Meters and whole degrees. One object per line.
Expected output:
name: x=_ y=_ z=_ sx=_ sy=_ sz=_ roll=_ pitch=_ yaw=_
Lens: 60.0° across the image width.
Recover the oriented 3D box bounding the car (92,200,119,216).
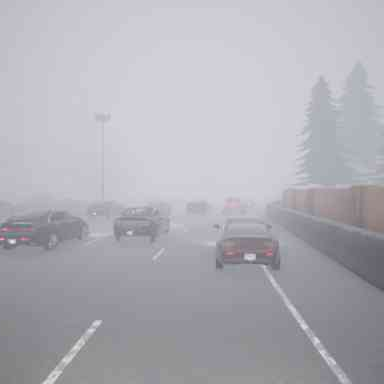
car: x=-7.368 y=1.468 z=29.128 sx=1.837 sy=1.490 sz=4.892 roll=0 pitch=0 yaw=11

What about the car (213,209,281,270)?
car: x=1.696 y=1.512 z=10.907 sx=1.812 sy=1.442 sz=4.674 roll=0 pitch=0 yaw=5

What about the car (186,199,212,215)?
car: x=0.801 y=1.436 z=33.761 sx=1.882 sy=1.535 sz=5.008 roll=0 pitch=0 yaw=13

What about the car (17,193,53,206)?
car: x=-21.448 y=1.164 z=46.043 sx=2.150 sy=2.045 sz=5.566 roll=0 pitch=0 yaw=16

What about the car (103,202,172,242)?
car: x=-2.320 y=1.471 z=16.311 sx=2.128 sy=1.511 sz=4.902 roll=0 pitch=0 yaw=6

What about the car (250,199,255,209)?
car: x=7.113 y=1.546 z=43.888 sx=1.895 sy=1.301 sz=4.718 roll=0 pitch=0 yaw=19

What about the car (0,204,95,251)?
car: x=-6.068 y=1.487 z=14.137 sx=1.837 sy=1.490 sz=4.892 roll=0 pitch=0 yaw=6

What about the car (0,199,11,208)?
car: x=-20.850 y=1.448 z=34.007 sx=2.128 sy=1.511 sz=4.902 roll=0 pitch=0 yaw=12

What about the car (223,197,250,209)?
car: x=4.522 y=1.311 z=34.567 sx=2.097 sy=1.767 sz=4.553 roll=0 pitch=0 yaw=15

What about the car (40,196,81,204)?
car: x=-15.627 y=1.496 z=40.923 sx=2.033 sy=1.411 sz=5.357 roll=0 pitch=0 yaw=15
